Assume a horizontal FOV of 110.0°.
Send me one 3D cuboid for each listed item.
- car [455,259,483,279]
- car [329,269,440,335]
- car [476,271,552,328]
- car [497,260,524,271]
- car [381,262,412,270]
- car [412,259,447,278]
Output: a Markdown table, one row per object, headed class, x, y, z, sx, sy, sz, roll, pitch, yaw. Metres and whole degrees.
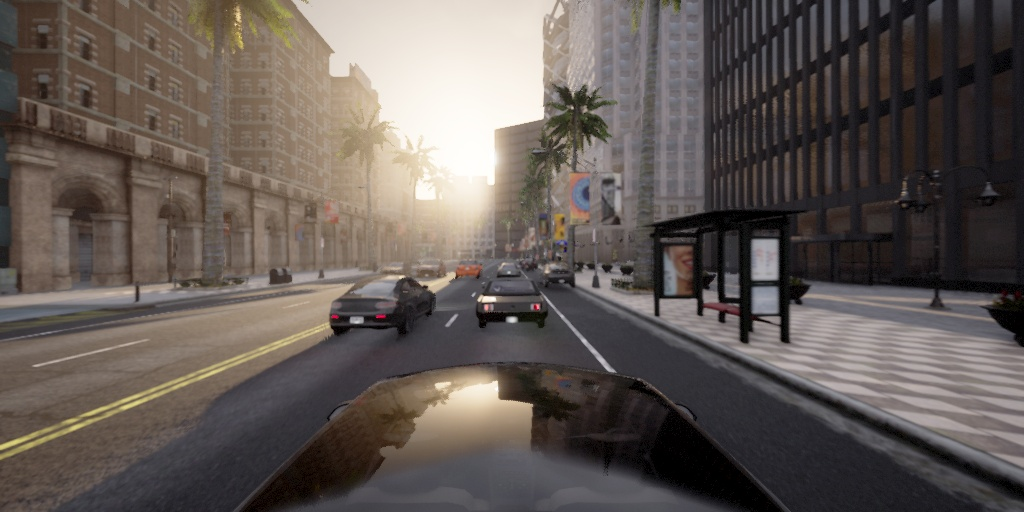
| class | x | y | z | sx | sy | sz | roll | pitch | yaw |
| --- | --- | --- | --- | --- | --- | --- | --- | --- | --- |
| car | -3.795 | 1.069 | 32.386 | 2.097 | 1.767 | 4.553 | 0 | 0 | -1 |
| car | -3.520 | 1.278 | 10.391 | 1.812 | 1.442 | 4.674 | 0 | 0 | 0 |
| car | -0.021 | 1.335 | 11.375 | 1.895 | 1.301 | 4.718 | 0 | 0 | -1 |
| car | -0.266 | 1.267 | 30.358 | 1.994 | 1.385 | 4.181 | 0 | 0 | -1 |
| car | -10.921 | 1.295 | 34.325 | 2.033 | 1.411 | 5.357 | 0 | 0 | -1 |
| car | -7.418 | 1.084 | 33.356 | 2.097 | 1.767 | 4.553 | 0 | 0 | -1 |
